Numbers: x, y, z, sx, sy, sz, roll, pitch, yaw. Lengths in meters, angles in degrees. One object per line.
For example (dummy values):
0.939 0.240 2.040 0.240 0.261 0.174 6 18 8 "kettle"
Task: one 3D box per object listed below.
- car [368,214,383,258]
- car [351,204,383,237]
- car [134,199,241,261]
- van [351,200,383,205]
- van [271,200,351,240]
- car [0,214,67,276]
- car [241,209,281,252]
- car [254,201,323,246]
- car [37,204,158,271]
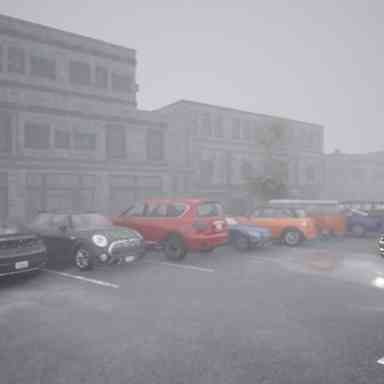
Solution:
8.595 1.646 11.944 4.892 1.490 1.837 1 -1 -35 "car"
8.308 1.674 19.496 5.008 1.535 2.097 -1 -1 35 "car"
-1.277 1.293 12.712 5.566 2.045 2.435 -1 -1 35 "car"
10.793 1.483 21.145 4.442 1.987 1.878 -1 -2 35 "van"
5.818 1.415 17.866 4.442 1.987 1.878 -1 -1 35 "van"
-6.026 1.489 9.284 4.892 1.521 2.231 -1 -1 35 "car"
1.138 1.615 14.399 4.674 1.452 2.002 -1 -1 35 "car"
3.550 1.480 16.080 4.553 1.767 2.185 -1 -1 35 "car"
-3.662 1.389 11.020 4.553 1.767 2.185 -1 -1 35 "car"
